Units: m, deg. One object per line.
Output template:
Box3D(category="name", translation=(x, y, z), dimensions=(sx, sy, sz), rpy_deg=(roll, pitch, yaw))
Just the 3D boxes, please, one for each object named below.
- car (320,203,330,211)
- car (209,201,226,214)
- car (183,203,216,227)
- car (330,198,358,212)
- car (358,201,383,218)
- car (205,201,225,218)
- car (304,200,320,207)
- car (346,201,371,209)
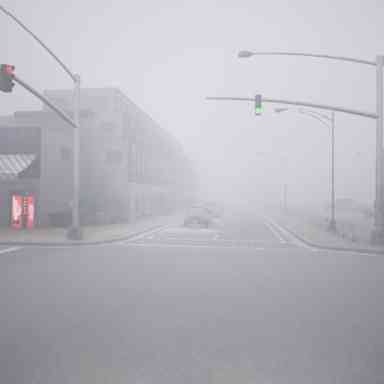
Box3D(category="car", translation=(21.418, 1.865, 48.022), dimensions=(4.605, 1.855, 1.932), rpy_deg=(0, -1, 8))
Box3D(category="car", translation=(3.550, 2.061, 45.736), dimensions=(1.882, 1.535, 5.008), rpy_deg=(0, 0, 8))
Box3D(category="car", translation=(0.553, 1.852, 25.774), dimensions=(1.812, 1.442, 4.674), rpy_deg=(0, -1, 8))
Box3D(category="car", translation=(21.397, 1.810, 45.088), dimensions=(3.866, 1.878, 1.905), rpy_deg=(0, -1, 8))
Box3D(category="car", translation=(19.509, 1.723, 32.433), dimensions=(5.027, 1.636, 2.152), rpy_deg=(0, -1, 8))
Box3D(category="car", translation=(2.022, 1.804, 35.585), dimensions=(2.097, 1.767, 4.553), rpy_deg=(0, -1, 9))
Box3D(category="car", translation=(24.293, 2.379, 66.377), dimensions=(3.633, 1.501, 1.845), rpy_deg=(0, -1, 8))
Box3D(category="car", translation=(31.193, 2.397, 62.334), dimensions=(3.806, 1.475, 1.970), rpy_deg=(0, -1, 8))
